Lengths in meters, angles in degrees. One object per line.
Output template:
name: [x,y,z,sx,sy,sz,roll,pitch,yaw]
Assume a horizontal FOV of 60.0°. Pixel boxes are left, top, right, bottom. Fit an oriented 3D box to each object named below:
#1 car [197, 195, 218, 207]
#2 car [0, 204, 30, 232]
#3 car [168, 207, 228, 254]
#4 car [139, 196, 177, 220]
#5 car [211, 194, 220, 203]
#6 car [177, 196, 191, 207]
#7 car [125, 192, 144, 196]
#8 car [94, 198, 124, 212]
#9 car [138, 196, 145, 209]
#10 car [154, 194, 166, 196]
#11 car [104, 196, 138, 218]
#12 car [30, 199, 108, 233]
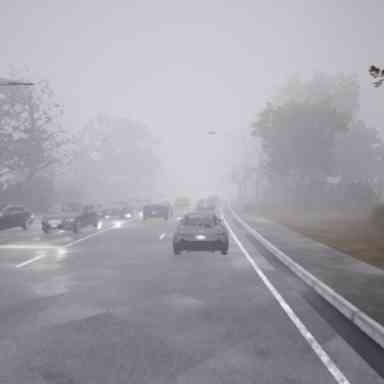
car: [1.552,1.364,36.366,1.994,1.385,4.181,0,0,4]
car: [-10.219,1.390,17.514,2.128,1.511,4.902,0,0,2]
car: [0.342,1.491,13.229,1.994,1.385,4.181,0,0,1]
car: [-2.609,1.330,26.480,1.882,1.535,5.008,0,0,3]
car: [4.093,1.141,61.574,1.882,1.535,5.008,0,0,7]
car: [-1.185,1.226,45.563,1.882,1.535,5.008,0,0,5]
car: [-8.176,0.957,47.368,2.150,2.045,5.566,0,0,5]
car: [-9.122,1.358,36.720,1.994,1.385,4.181,0,0,4]
car: [-5.572,1.393,37.243,1.895,1.301,4.718,0,0,5]
car: [-4.652,1.089,47.464,2.097,1.767,4.553,0,0,5]
car: [-6.217,1.347,28.071,1.837,1.490,4.892,0,0,4]
car: [-6.668,1.385,18.782,2.128,1.511,4.902,0,0,2]
